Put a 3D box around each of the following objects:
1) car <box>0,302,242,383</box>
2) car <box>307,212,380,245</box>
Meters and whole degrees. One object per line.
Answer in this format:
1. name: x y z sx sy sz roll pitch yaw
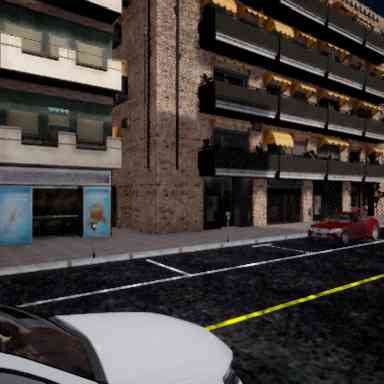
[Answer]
1. car: -1.705 1.525 2.217 4.674 1.442 1.812 0 0 -36
2. car: 7.172 1.582 15.538 4.206 1.307 1.802 0 0 -35
